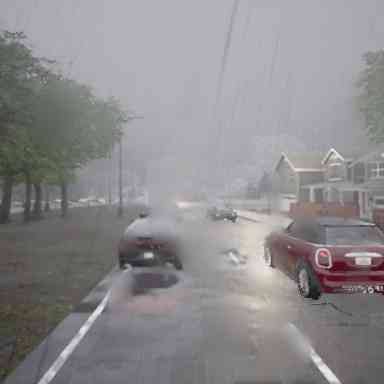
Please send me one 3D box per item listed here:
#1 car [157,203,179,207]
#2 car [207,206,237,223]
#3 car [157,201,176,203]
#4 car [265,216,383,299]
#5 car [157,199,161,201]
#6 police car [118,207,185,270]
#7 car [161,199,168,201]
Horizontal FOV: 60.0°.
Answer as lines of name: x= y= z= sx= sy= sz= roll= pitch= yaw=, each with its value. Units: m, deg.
car: x=-1.745 y=1.712 z=21.521 sx=1.837 sy=1.490 sz=4.892 roll=0 pitch=0 yaw=-4
car: x=2.421 y=1.852 z=28.073 sx=1.895 sy=1.301 sz=4.718 roll=0 pitch=0 yaw=-4
car: x=-2.161 y=1.779 z=27.519 sx=1.812 sy=1.442 sz=4.674 roll=0 pitch=0 yaw=-4
car: x=3.416 y=1.442 z=8.851 sx=2.097 sy=1.767 sz=4.553 roll=0 pitch=-1 yaw=-1
car: x=-5.652 y=1.990 z=64.020 sx=1.882 sy=1.535 sz=5.008 roll=0 pitch=0 yaw=-10
police car: x=-1.269 y=1.545 z=11.626 sx=1.930 sy=1.638 sz=5.238 roll=0 pitch=-1 yaw=-2
car: x=-2.960 y=1.991 z=45.961 sx=1.895 sy=1.301 sz=4.718 roll=0 pitch=0 yaw=-7
